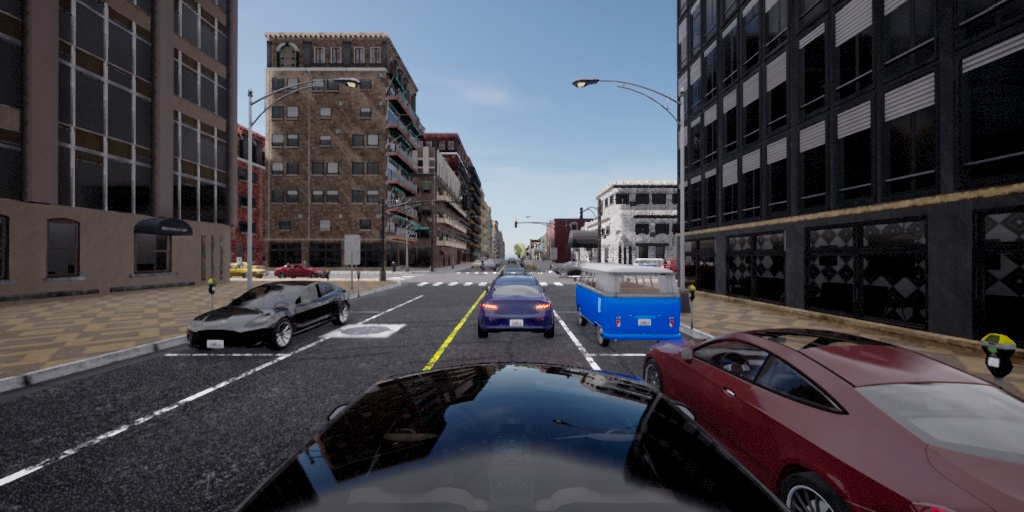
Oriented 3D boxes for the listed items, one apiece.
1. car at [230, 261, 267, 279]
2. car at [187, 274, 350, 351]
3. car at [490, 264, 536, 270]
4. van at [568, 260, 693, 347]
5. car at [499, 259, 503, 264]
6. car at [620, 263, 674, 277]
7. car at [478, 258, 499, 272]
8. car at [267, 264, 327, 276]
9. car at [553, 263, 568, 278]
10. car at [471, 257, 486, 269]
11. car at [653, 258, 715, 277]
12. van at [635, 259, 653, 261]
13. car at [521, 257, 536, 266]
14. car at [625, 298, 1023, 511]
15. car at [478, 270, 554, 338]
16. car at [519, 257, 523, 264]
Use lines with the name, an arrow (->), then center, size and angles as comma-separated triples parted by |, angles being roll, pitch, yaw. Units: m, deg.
car -> -22.967, 1.211, 29.818 | 4.829, 1.417, 1.751 | 0, 0, 0
car -> -5.692, 1.315, 9.055 | 1.948, 1.339, 4.313 | 0, 0, 0
car -> 0.088, 1.315, 18.482 | 1.994, 1.385, 4.181 | 0, 0, 0
van -> 2.655, 1.090, 9.031 | 1.690, 1.789, 3.998 | 0, 0, 0
car -> -3.071, 1.335, 64.690 | 2.033, 1.411, 5.357 | 0, 0, 0
car -> 13.394, 1.411, 35.728 | 4.718, 1.301, 1.895 | 0, 0, 1
car -> -3.105, 1.295, 47.931 | 1.812, 1.442, 4.674 | 0, 0, 0
car -> -17.474, 1.278, 29.833 | 4.207, 1.307, 1.802 | 0, 0, 0
car -> 6.262, 1.267, 33.012 | 4.902, 1.511, 2.128 | 0, 0, 16
car -> -5.706, 1.307, 59.183 | 1.751, 1.417, 4.829 | 0, 0, 0
car -> 14.912, 1.102, 29.919 | 5.009, 1.841, 2.192 | 0, 0, 0
van -> 14.887, 1.168, 38.299 | 3.998, 1.789, 1.690 | 0, 0, 0
car -> 2.677, 1.301, 53.987 | 1.751, 1.417, 4.829 | 0, 0, 0
car -> 2.657, 1.332, 3.342 | 1.802, 1.307, 4.207 | 0, 0, 0
car -> 0.099, 1.275, 10.031 | 1.812, 1.442, 4.674 | 0, 0, 0
car -> 2.674, 1.370, 64.896 | 1.802, 1.307, 4.207 | 0, 0, 0
